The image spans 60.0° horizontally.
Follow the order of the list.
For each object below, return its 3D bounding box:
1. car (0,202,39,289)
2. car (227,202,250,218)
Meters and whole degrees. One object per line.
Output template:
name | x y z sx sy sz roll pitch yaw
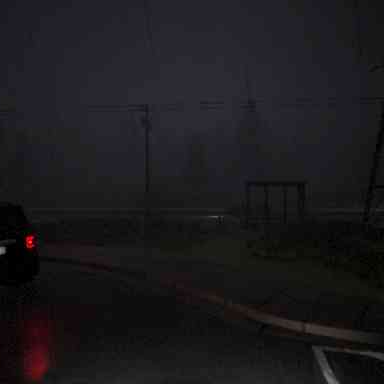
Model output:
car | -5.932 1.241 7.940 5.566 2.045 2.150 0 0 35
car | 5.272 1.592 30.269 4.181 1.385 1.994 0 0 7
